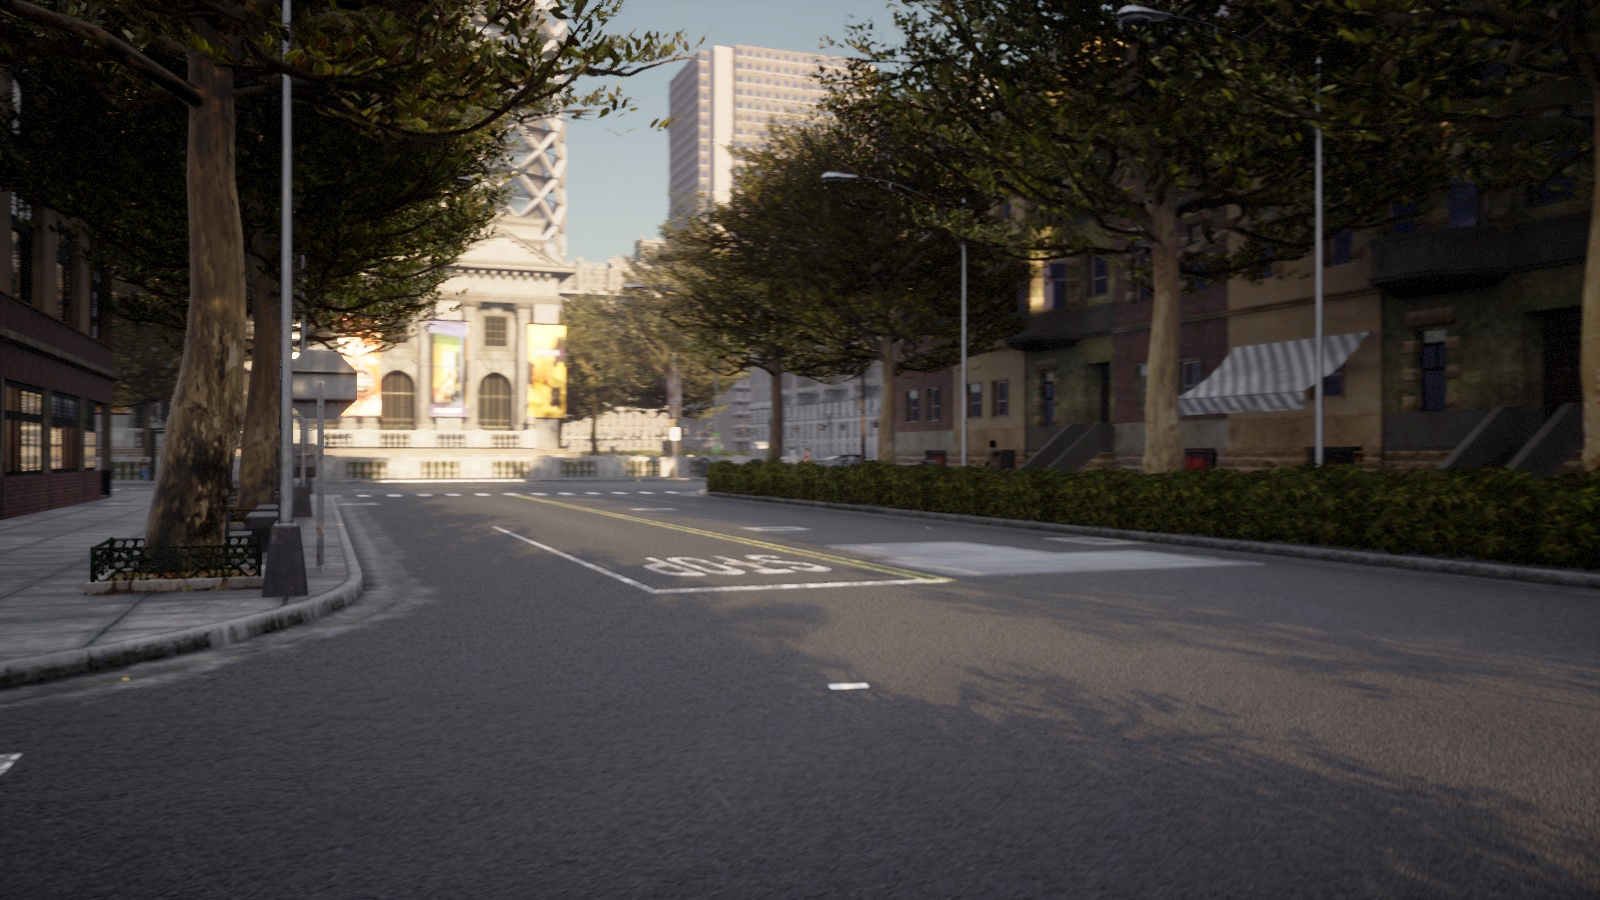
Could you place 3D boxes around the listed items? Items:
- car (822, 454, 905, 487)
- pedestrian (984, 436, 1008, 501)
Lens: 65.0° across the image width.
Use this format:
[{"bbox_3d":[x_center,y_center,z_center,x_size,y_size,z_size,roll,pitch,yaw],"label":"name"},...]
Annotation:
[{"bbox_3d":[3.135,0.987,61.956,3.705,1.549,1.789,0,0,-21],"label":"car"},{"bbox_3d":[5.808,0.545,37.280,0.396,1.930,0.692,0,0,-20],"label":"pedestrian"}]
